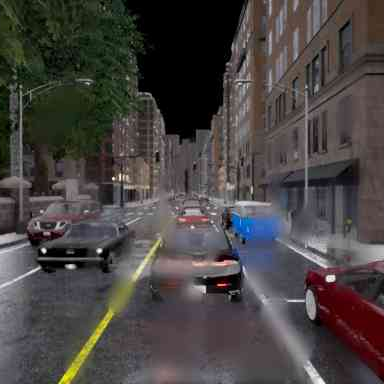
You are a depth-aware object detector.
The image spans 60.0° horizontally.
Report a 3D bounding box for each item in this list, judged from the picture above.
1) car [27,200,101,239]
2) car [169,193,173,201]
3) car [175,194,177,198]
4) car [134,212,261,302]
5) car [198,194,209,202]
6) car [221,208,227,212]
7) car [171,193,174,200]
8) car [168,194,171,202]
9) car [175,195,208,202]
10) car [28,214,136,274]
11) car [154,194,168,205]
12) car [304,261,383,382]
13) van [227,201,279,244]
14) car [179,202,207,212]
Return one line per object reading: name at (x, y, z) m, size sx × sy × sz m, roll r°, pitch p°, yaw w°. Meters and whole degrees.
car at (-5.674, 1.310, 15.514) m, size 2.192 × 1.841 × 5.009 m, roll 0°, pitch 0°, yaw 0°
car at (-5.690, 1.493, 70.105) m, size 1.887 × 1.381 × 4.507 m, roll 0°, pitch 0°, yaw 0°
car at (-5.695, 1.496, 86.457) m, size 2.008 × 1.369 × 4.403 m, roll 0°, pitch 0°, yaw 0°
car at (0.098, 1.490, 8.245) m, size 2.128 × 1.511 × 4.902 m, roll 0°, pitch 0°, yaw 0°
car at (2.833, 1.387, 75.594) m, size 1.967 × 1.590 × 4.097 m, roll 0°, pitch 0°, yaw 0°
car at (2.850, 1.557, 21.217) m, size 1.947 × 1.339 × 4.313 m, roll 0°, pitch 0°, yaw 0°
car at (-5.692, 1.491, 75.555) m, size 1.887 × 1.381 × 4.507 m, roll 0°, pitch 0°, yaw 0°
car at (-5.688, 1.502, 64.653) m, size 2.008 × 1.369 × 4.403 m, roll 0°, pitch 0°, yaw 0°
car at (0.040, 1.338, 27.465) m, size 2.097 × 1.767 × 4.553 m, roll 0°, pitch 0°, yaw 2°
car at (-3.096, 1.598, 10.714) m, size 1.895 × 1.301 × 4.718 m, roll 0°, pitch 0°, yaw 0°
car at (-5.687, 1.480, 59.033) m, size 1.752 × 1.417 × 4.829 m, roll 0°, pitch 0°, yaw 0°
car at (2.854, 1.544, 4.236) m, size 1.887 × 1.381 × 4.507 m, roll 0°, pitch 0°, yaw 0°
van at (2.851, 1.336, 15.557) m, size 1.690 × 1.788 × 3.998 m, roll 0°, pitch 0°, yaw 0°
car at (0.098, 1.519, 18.507) m, size 1.812 × 1.442 × 4.674 m, roll 0°, pitch 0°, yaw 0°
